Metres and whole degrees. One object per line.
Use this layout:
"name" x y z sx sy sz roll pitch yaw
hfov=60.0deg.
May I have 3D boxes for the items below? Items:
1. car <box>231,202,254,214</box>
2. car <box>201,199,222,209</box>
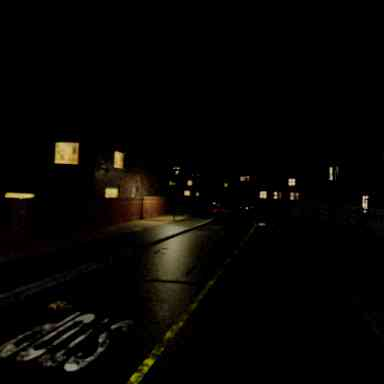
"car" 6.049 1.852 40.072 1.994 1.385 4.181 3 0 -7
"car" 3.005 1.748 50.785 1.812 1.442 4.674 3 0 -22
